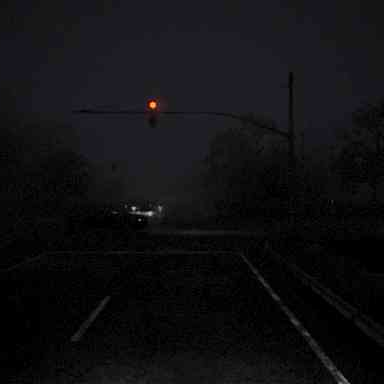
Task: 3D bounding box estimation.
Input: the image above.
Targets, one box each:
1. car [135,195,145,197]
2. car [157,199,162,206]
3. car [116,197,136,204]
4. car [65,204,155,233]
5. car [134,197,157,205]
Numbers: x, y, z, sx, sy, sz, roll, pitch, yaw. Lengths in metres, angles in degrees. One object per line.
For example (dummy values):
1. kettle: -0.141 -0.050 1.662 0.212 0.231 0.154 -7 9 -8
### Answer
1. car: -10.500 1.759 66.783 2.150 2.045 5.566 0 2 0
2. car: -7.003 2.060 67.029 1.812 1.442 4.674 0 1 0
3. car: -10.572 2.080 51.380 2.097 1.767 4.553 0 0 0
4. car: -5.002 1.620 19.896 4.902 1.511 2.128 0 -1 3
5. car: -7.074 2.080 51.402 2.097 1.767 4.553 0 0 0
